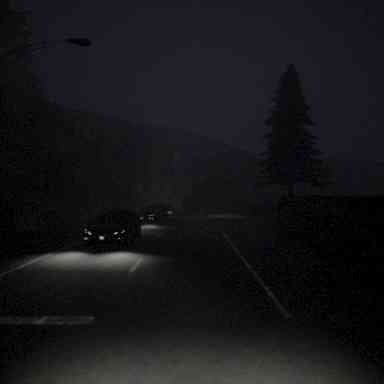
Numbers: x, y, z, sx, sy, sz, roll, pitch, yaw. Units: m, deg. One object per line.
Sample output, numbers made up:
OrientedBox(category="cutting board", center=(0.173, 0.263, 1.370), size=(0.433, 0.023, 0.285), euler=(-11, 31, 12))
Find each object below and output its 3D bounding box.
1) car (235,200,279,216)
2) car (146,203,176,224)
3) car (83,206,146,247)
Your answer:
OrientedBox(category="car", center=(6.945, 1.623, 34.440), size=(5.008, 1.535, 1.882), euler=(0, 0, -13))
OrientedBox(category="car", center=(-2.775, 1.616, 26.180), size=(1.837, 1.490, 4.892), euler=(0, 0, 19))
OrientedBox(category="car", center=(-3.545, 1.571, 15.562), size=(1.837, 1.490, 4.892), euler=(0, 0, 1))
